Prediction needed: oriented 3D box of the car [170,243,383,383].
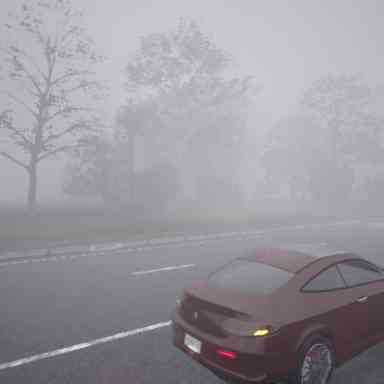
[{"bbox_3d":[1.877,1.538,5.085,4.674,1.442,1.812,0,0,-36],"label":"car"}]
